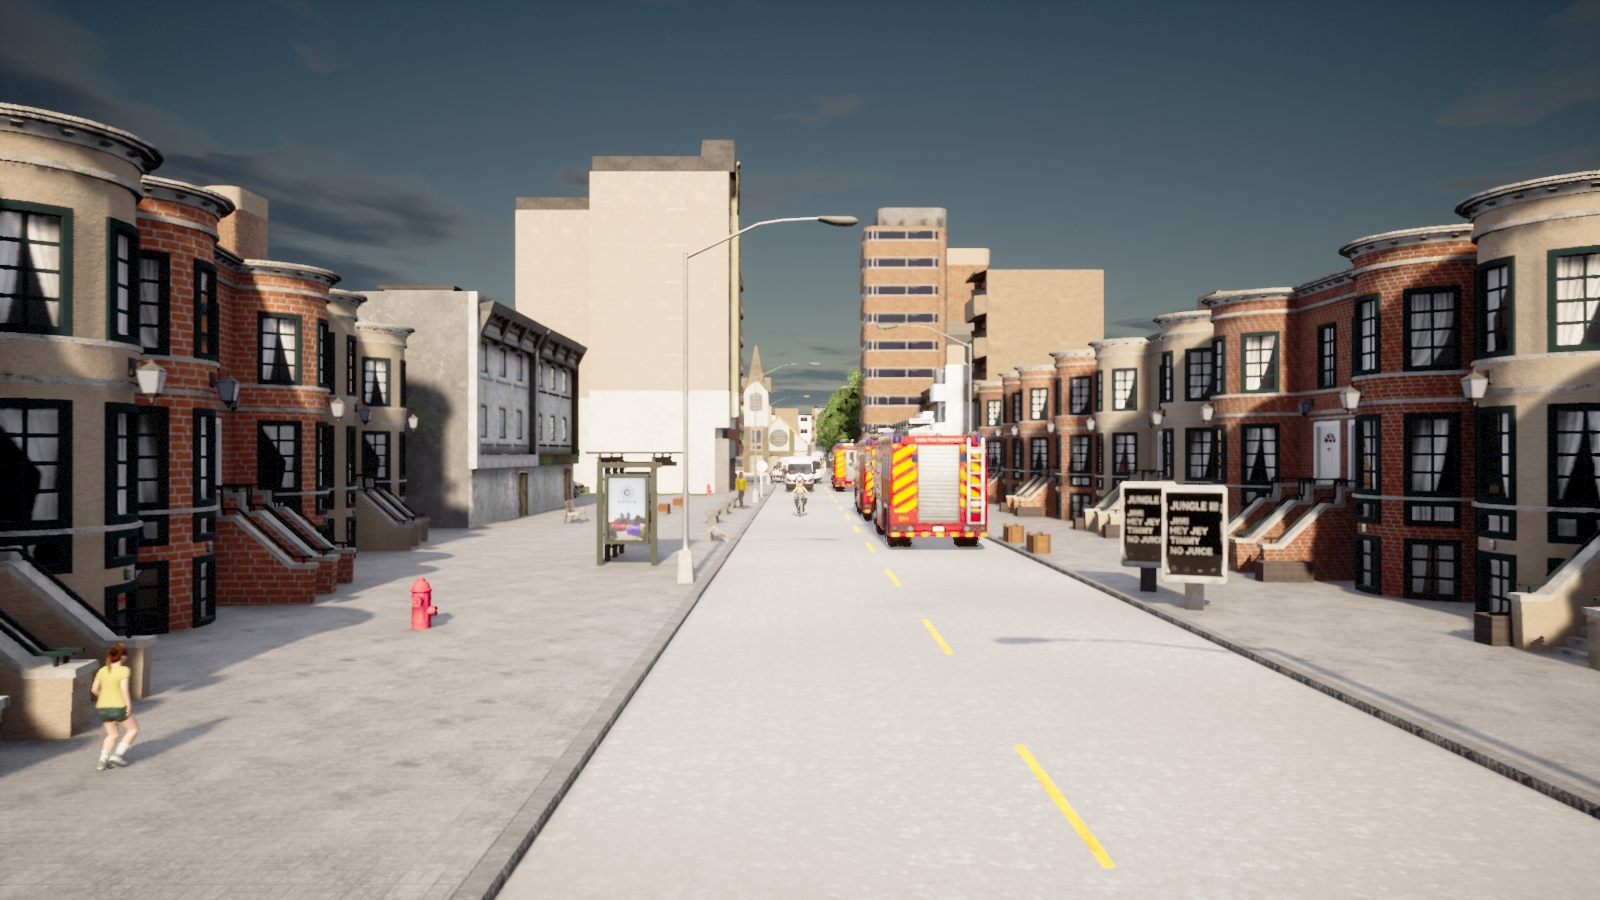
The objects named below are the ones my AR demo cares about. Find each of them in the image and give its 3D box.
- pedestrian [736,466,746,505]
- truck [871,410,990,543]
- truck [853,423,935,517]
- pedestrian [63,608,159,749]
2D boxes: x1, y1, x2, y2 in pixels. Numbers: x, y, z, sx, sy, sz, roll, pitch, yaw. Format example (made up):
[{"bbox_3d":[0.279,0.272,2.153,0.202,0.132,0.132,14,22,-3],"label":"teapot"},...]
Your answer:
[{"bbox_3d":[-2.808,1.679,54.549,0.375,1.860,0.375,0,0,14],"label":"pedestrian"},{"bbox_3d":[4.005,0.778,37.073,2.891,3.827,8.468,0,0,0],"label":"truck"},{"bbox_3d":[4.004,0.815,50.429,2.891,3.827,8.468,0,0,0],"label":"truck"},{"bbox_3d":[-5.891,1.937,9.783,0.500,1.100,0.500,0,0,7],"label":"pedestrian"}]
